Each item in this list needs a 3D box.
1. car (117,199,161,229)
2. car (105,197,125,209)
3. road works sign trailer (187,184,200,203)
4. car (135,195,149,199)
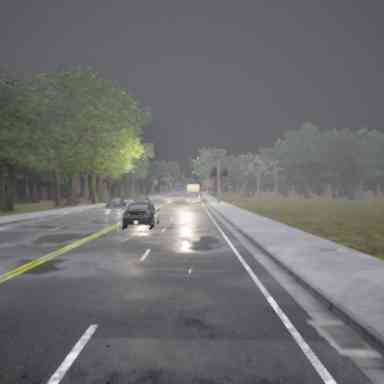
[{"bbox_3d":[-3.145,1.440,21.087,1.837,1.490,4.892,0,0,0],"label":"car"},{"bbox_3d":[-9.739,1.405,42.785,1.812,1.442,4.674,0,0,1],"label":"car"},{"bbox_3d":[0.240,0.281,61.725,2.380,3.560,2.880,0,0,1],"label":"road works sign trailer"},{"bbox_3d":[-6.487,1.230,42.741,2.097,1.767,4.553,0,0,1],"label":"car"}]
